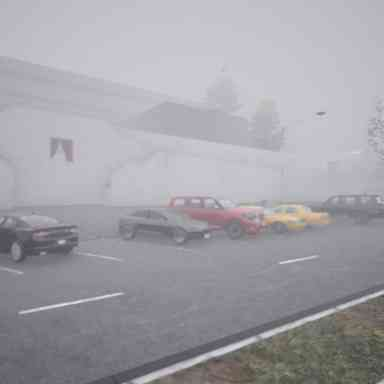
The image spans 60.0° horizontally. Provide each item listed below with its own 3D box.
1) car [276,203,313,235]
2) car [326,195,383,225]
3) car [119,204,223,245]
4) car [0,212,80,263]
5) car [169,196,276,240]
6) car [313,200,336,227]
[{"bbox_3d":[3.711,1.469,18.975,5.366,1.575,1.946,-1,-1,35],"label":"car"},{"bbox_3d":[10.856,1.234,24.315,5.566,2.045,2.435,-1,-1,35],"label":"car"},{"bbox_3d":[-1.305,1.508,15.581,4.792,1.488,2.163,-1,-1,34],"label":"car"},{"bbox_3d":[-6.216,1.488,12.104,5.008,1.535,2.097,-1,0,35],"label":"car"},{"bbox_3d":[1.137,1.225,17.328,5.566,2.045,2.435,-1,-1,34],"label":"car"},{"bbox_3d":[5.844,1.476,20.921,5.366,1.575,1.946,-1,-1,35],"label":"car"}]
